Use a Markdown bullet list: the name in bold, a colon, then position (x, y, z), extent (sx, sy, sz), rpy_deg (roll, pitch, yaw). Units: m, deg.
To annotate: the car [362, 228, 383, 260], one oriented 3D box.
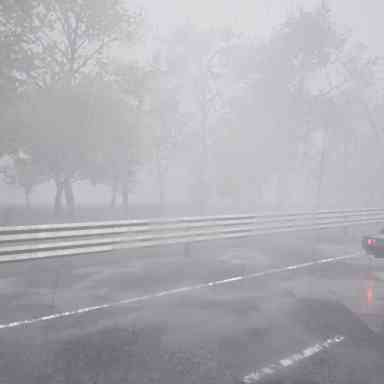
- **car**: position (7.830, 1.604, 11.196), extent (4.718, 1.301, 1.895), rpy_deg (0, 0, -35)
